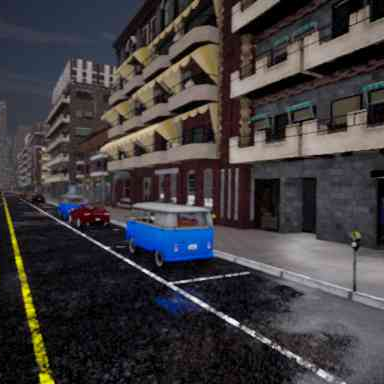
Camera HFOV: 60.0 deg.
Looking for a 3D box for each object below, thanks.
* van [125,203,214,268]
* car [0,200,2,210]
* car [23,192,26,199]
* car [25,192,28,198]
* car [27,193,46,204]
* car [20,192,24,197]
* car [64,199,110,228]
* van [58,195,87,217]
[{"bbox_3d":[-0.893,1.286,10.952,1.690,1.788,3.998,1,0,-30],"label":"van"},{"bbox_3d":[-18.846,1.114,30.915,1.812,1.442,4.674,1,0,-30],"label":"car"},{"bbox_3d":[-28.371,0.883,59.055,1.752,1.417,4.829,1,0,-30],"label":"car"},{"bbox_3d":[-25.630,0.938,54.259,1.752,1.417,4.829,1,0,-30],"label":"car"},{"bbox_3d":[-22.808,1.036,49.317,1.947,1.339,4.313,1,0,-30],"label":"car"},{"bbox_3d":[-33.765,0.795,68.498,1.887,1.381,4.507,1,0,-30],"label":"car"},{"bbox_3d":[-6.373,1.368,20.543,1.887,1.381,4.507,1,0,-30],"label":"car"},{"bbox_3d":[-9.109,1.105,25.338,1.690,1.788,3.998,1,0,-30],"label":"van"}]
